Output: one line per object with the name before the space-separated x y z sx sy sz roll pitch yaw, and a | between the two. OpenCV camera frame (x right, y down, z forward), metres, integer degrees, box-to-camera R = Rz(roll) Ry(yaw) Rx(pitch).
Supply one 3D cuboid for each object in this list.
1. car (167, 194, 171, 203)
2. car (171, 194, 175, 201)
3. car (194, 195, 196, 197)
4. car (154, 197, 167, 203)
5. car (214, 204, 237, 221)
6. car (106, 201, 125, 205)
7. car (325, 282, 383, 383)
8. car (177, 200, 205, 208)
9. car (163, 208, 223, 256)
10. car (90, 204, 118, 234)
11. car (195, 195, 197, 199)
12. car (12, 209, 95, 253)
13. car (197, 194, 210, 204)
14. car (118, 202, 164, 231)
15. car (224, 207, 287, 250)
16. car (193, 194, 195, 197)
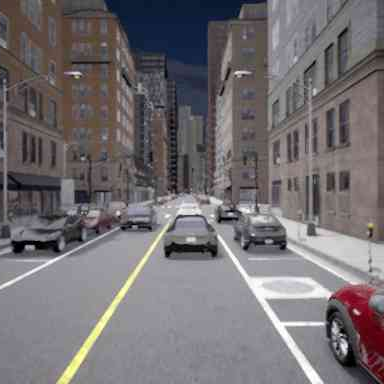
car | -6.222 1.678 72.935 2.008 1.369 4.403 -1 0 0
car | -6.327 1.704 88.990 1.752 1.417 4.829 -1 0 0
car | 2.230 1.544 83.811 1.967 1.590 4.097 -1 0 0
car | -6.152 1.684 62.118 1.802 1.307 4.206 -1 0 0
car | 2.646 1.559 25.087 1.947 1.339 4.313 -1 0 0
car | -5.880 1.490 25.016 1.967 1.590 4.097 -1 0 0
car | 2.828 1.423 3.082 1.967 1.590 4.097 -1 0 0
car | -0.168 1.537 24.283 1.812 1.442 4.674 0 0 1
car | -0.046 1.569 13.180 1.994 1.385 4.181 0 0 0
car | -5.833 1.628 19.515 1.802 1.307 4.206 -1 0 0
car | 2.302 1.622 72.993 2.008 1.369 4.403 -1 0 0
car | -5.787 1.609 14.014 1.947 1.339 4.313 -1 0 0
car | 2.371 1.486 62.176 1.967 1.590 4.097 -1 0 0
car | -3.174 1.577 20.982 2.033 1.411 5.357 0 0 0
car | 2.738 1.538 14.085 2.008 1.369 4.403 -1 0 0
car | 2.160 1.585 94.629 1.967 1.590 4.097 -1 0 0
